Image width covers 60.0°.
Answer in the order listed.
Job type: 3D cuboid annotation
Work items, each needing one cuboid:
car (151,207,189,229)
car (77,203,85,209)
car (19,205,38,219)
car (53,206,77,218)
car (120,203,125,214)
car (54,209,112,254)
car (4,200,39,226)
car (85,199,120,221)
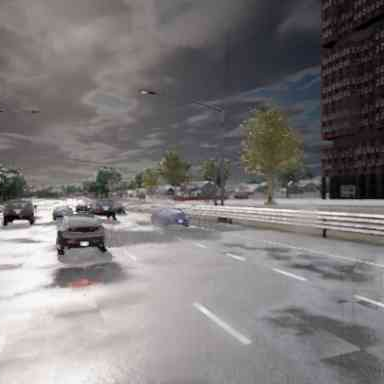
[{"bbox_3d":[-1.689,1.875,24.911,1.812,1.442,4.674,0,-1,-23],"label":"car"},{"bbox_3d":[-18.034,2.622,54.687,1.882,1.535,5.008,0,-2,-23],"label":"car"},{"bbox_3d":[-19.237,2.285,39.277,1.812,1.442,4.674,0,-1,-23],"label":"car"},{"bbox_3d":[-13.937,2.206,35.948,1.994,1.385,4.181,0,-1,-23],"label":"car"},{"bbox_3d":[-10.817,2.227,46.568,2.097,1.767,4.553,0,-2,-23],"label":"car"},{"bbox_3d":[-4.947,1.708,14.614,1.837,1.490,4.892,0,-1,-23],"label":"car"},{"bbox_3d":[-14.639,1.708,28.494,2.150,2.045,5.566,0,-1,-23],"label":"car"},{"bbox_3d":[-9.040,1.768,33.342,2.150,2.045,5.566,0,-2,-23],"label":"car"}]
